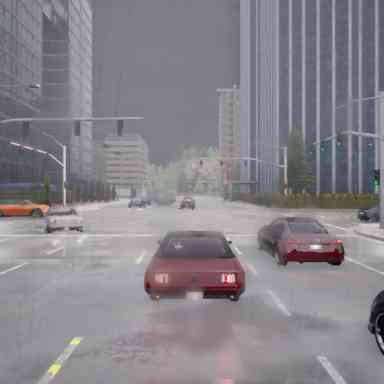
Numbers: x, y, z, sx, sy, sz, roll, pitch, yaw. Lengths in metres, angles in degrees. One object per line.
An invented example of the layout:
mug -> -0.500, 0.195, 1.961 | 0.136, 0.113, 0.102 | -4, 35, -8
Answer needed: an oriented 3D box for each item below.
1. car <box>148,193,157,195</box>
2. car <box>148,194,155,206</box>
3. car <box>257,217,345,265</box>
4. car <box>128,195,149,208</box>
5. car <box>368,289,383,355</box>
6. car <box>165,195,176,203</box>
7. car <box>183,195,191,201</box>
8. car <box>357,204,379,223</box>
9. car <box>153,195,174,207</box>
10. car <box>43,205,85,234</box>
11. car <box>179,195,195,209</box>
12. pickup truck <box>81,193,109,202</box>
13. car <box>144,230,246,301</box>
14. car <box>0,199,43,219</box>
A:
car -> -8.005, 1.221, 67.103 | 2.150, 2.045, 5.566 | 0, 0, -1
car -> -7.914, 1.505, 56.697 | 1.837, 1.490, 4.892 | 0, 0, -1
car -> 3.576, 1.564, 11.627 | 1.994, 1.385, 4.181 | 0, 0, 0
car -> -7.796, 1.526, 47.443 | 1.812, 1.442, 4.674 | 0, 0, 1
car -> 3.608, 1.564, 3.216 | 1.994, 1.385, 4.181 | 0, 0, -1
car -> -4.556, 1.525, 71.826 | 2.128, 1.511, 4.902 | 0, 0, -1
car -> -1.300, 1.553, 88.541 | 1.994, 1.385, 4.181 | 0, 0, -1
car -> 14.668, 1.564, 24.875 | 4.181, 1.385, 1.994 | 0, 0, 0
car -> -4.353, 1.547, 51.544 | 2.033, 1.411, 5.357 | 0, 0, -1
car -> -7.490, 1.601, 19.464 | 1.895, 1.301, 4.718 | 0, 0, -25
car -> -0.606, 1.526, 44.324 | 1.812, 1.442, 4.674 | 0, 0, 1
pickup truck -> -21.201, 1.059, 73.315 | 2.390, 2.098, 6.274 | 0, 0, 30
car -> 0.070, 1.601, 8.268 | 1.895, 1.301, 4.718 | 0, 0, 0
car -> -14.429, 1.352, 28.495 | 4.553, 1.767, 2.097 | 0, 0, -6
